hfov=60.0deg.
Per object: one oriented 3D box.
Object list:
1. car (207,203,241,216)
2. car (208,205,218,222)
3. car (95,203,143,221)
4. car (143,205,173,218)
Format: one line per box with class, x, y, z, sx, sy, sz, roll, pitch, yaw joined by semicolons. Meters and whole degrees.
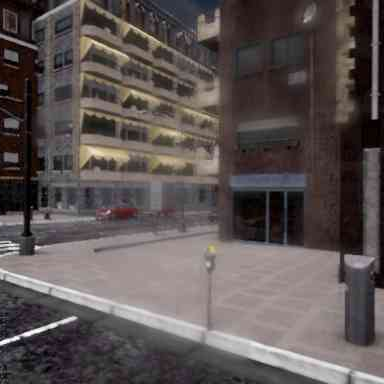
car;4.188;2.148;42.268;2.128;1.511;4.902;0;-1;35
car;3.128;2.082;30.714;1.947;1.339;4.313;-1;-1;35
car;-6.936;1.801;30.808;1.967;1.590;4.097;-1;-1;35
car;-3.696;2.043;35.462;1.802;1.307;4.206;-1;-1;35
